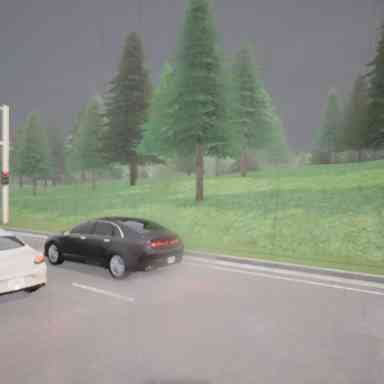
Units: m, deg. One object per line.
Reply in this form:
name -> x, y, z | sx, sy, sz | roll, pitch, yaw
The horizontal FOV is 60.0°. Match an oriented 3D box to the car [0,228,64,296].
car -> -5.124, 1.510, 7.548 | 4.674, 1.442, 1.812 | 0, 0, 36

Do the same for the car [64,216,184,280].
car -> -2.491, 1.491, 9.958 | 4.892, 1.490, 1.837 | 0, 0, 36
